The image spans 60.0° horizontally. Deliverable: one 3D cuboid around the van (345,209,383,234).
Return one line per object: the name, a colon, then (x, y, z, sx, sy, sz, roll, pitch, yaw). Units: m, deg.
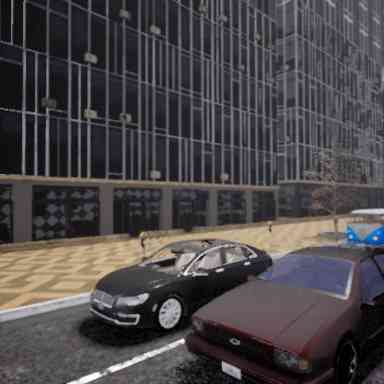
van: (8.371, 1.659, 14.908, 3.998, 1.788, 1.690, 1, -2, -43)

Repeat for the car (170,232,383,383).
car: (2.381, 1.677, 5.624, 5.357, 1.411, 2.033, 1, -2, -43)

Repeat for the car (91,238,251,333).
car: (0.055, 1.728, 7.129, 4.403, 1.369, 2.008, 1, -2, -43)
